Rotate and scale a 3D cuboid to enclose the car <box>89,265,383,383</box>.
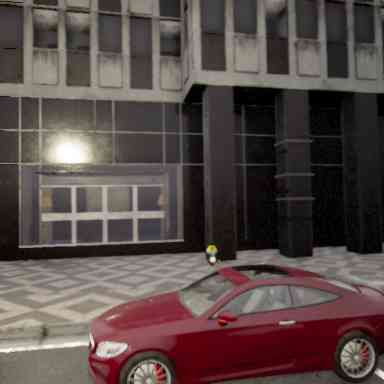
[{"bbox_3d":[0.747,1.742,4.675,4.206,1.307,1.802,-1,-2,-11],"label":"car"}]
